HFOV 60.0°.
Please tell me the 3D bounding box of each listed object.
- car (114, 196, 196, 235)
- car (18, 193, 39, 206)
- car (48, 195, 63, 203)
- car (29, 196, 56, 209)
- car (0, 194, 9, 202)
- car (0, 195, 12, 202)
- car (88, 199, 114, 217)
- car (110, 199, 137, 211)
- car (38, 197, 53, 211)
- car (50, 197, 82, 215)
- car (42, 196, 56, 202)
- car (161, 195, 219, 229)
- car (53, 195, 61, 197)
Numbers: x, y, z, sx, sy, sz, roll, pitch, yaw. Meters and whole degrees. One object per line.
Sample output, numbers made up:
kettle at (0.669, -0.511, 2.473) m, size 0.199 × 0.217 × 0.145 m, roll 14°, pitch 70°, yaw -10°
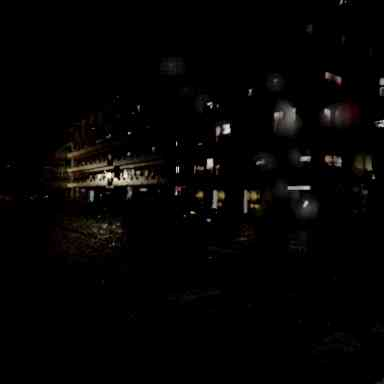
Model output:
car at (-2.272, 1.331, 19.167) m, size 2.192 × 1.841 × 5.009 m, roll 1°, pitch 0°, yaw -36°
car at (-25.529, 1.222, 51.283) m, size 2.192 × 1.841 × 5.009 m, roll 1°, pitch 0°, yaw -36°
car at (-28.711, 1.390, 69.961) m, size 1.967 × 1.590 × 4.097 m, roll 1°, pitch 0°, yaw -36°
car at (-18.887, 1.498, 42.108) m, size 1.947 × 1.339 × 4.313 m, roll 1°, pitch 0°, yaw -36°
car at (-42.144, 1.324, 74.220) m, size 1.967 × 1.590 × 4.097 m, roll 1°, pitch 0°, yaw -36°
car at (-38.822, 1.468, 69.633) m, size 1.802 × 1.307 × 4.206 m, roll 1°, pitch 0°, yaw -36°
car at (-8.466, 1.469, 32.134) m, size 1.882 × 1.535 × 5.008 m, roll 1°, pitch 0°, yaw -36°
car at (-8.777, 1.592, 42.435) m, size 1.802 × 1.307 × 4.206 m, roll 1°, pitch 0°, yaw -36°
car at (-15.564, 1.514, 37.519) m, size 1.947 × 1.339 × 4.313 m, roll 1°, pitch 0°, yaw -36°
car at (-12.241, 1.509, 32.930) m, size 1.887 × 1.381 × 4.507 m, roll 1°, pitch 0°, yaw -36°
car at (-32.033, 1.499, 74.547) m, size 2.008 × 1.369 × 4.403 m, roll 1°, pitch 0°, yaw -36°
car at (-0.639, 1.254, 21.319) m, size 2.150 × 2.045 × 5.566 m, roll 1°, pitch 0°, yaw -36°
car at (-19.372, 1.292, 47.330) m, size 2.097 × 1.767 × 4.553 m, roll 1°, pitch 0°, yaw -36°
